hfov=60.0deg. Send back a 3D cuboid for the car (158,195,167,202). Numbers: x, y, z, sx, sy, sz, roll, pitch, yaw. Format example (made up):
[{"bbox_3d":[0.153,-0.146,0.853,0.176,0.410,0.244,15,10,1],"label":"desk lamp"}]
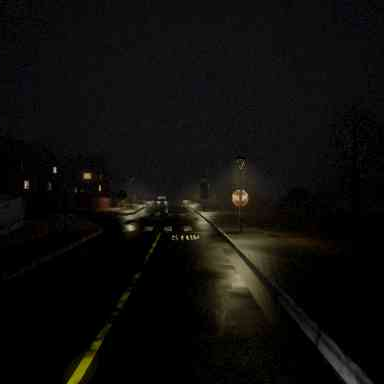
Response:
[{"bbox_3d":[-6.731,1.414,75.130,1.812,1.442,4.674,0,0,-4],"label":"car"}]
